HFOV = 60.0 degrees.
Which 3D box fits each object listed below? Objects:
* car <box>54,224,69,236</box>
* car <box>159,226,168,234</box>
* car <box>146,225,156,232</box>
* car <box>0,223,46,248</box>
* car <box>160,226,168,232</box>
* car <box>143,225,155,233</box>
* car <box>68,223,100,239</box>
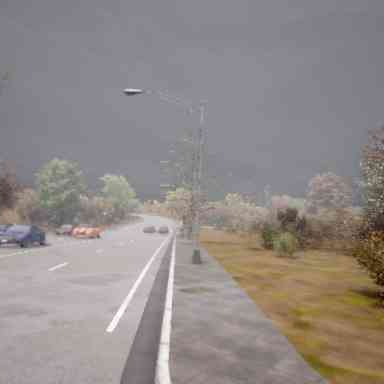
[{"bbox_3d":[-15.526,4.785,41.618,1.812,1.442,4.674,2,-6,-2],"label":"car"},{"bbox_3d":[-6.680,8.858,76.359,2.033,1.411,5.357,2,-5,-3],"label":"car"},{"bbox_3d":[-10.661,9.453,86.509,2.128,1.511,4.902,2,-3,-3],"label":"car"},{"bbox_3d":[-11.121,2.838,21.839,1.812,1.442,4.674,2,-6,-3],"label":"car"},{"bbox_3d":[-7.168,9.602,86.663,1.812,1.442,4.674,2,-3,-3],"label":"car"},{"bbox_3d":[-10.173,8.708,76.204,2.033,1.411,5.357,2,-5,-3],"label":"car"},{"bbox_3d":[-11.846,4.306,37.488,2.097,1.767,4.553,2,-6,-2],"label":"car"}]
